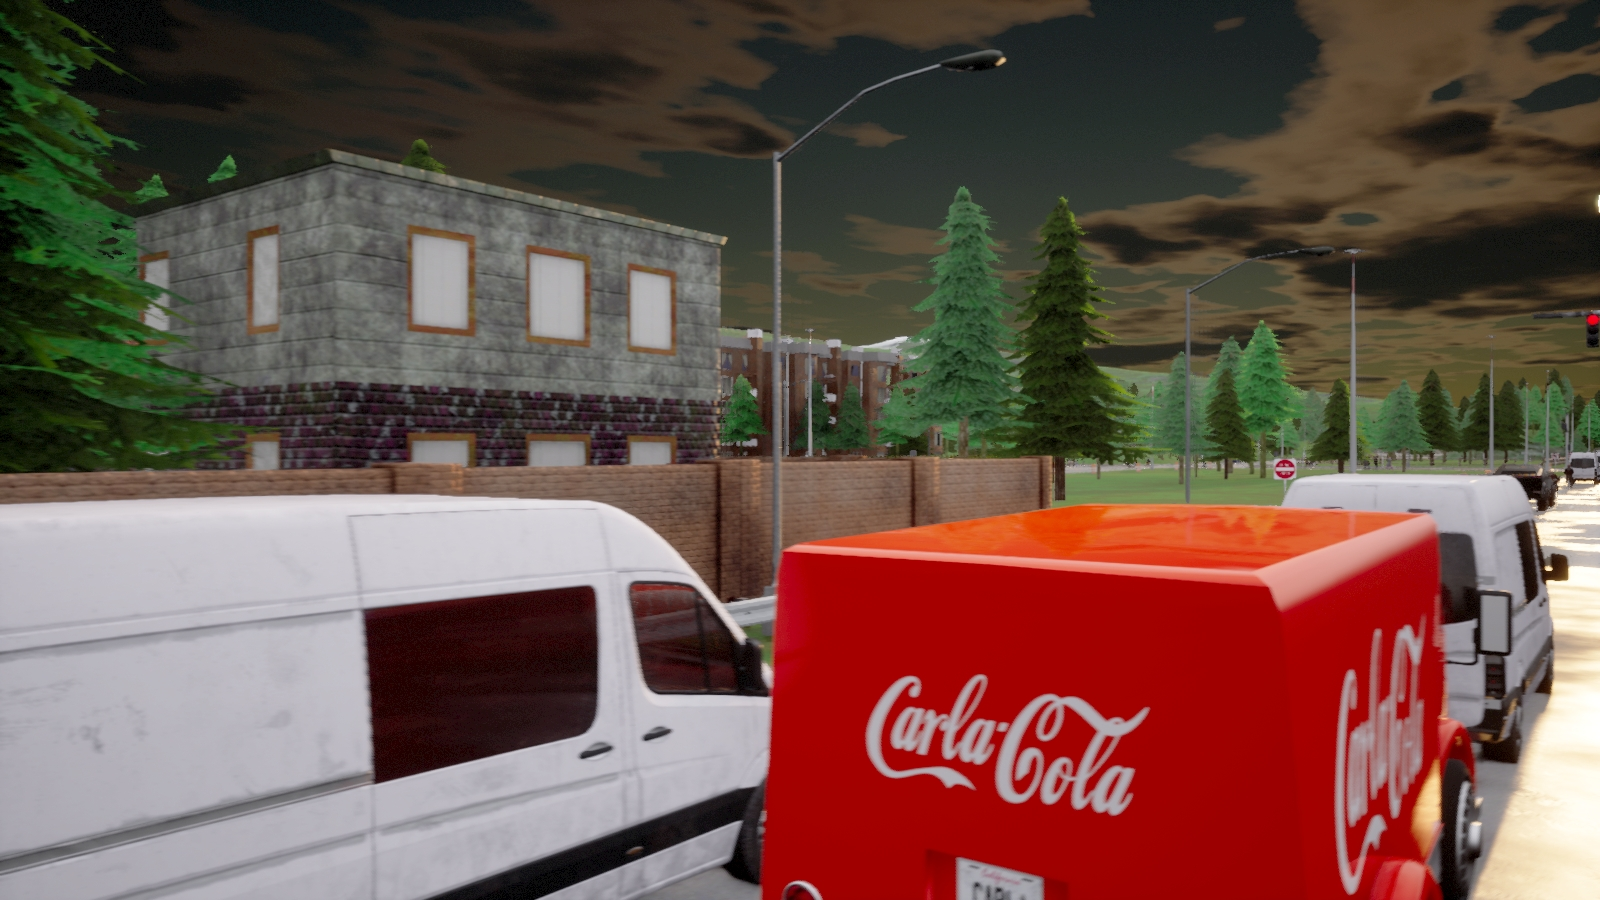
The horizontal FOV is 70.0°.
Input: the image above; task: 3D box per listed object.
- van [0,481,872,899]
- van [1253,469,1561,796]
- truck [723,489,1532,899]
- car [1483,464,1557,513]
[{"bbox_3d":[-2.062,1.533,6.443,1.988,2.561,5.915,0,0,37],"label":"van"},{"bbox_3d":[6.734,1.530,12.228,1.988,2.561,5.915,0,0,37],"label":"van"},{"bbox_3d":[2.279,1.571,6.359,2.627,2.467,5.204,0,0,37],"label":"truck"},{"bbox_3d":[33.972,1.733,53.812,2.390,2.098,6.274,0,0,37],"label":"car"}]
